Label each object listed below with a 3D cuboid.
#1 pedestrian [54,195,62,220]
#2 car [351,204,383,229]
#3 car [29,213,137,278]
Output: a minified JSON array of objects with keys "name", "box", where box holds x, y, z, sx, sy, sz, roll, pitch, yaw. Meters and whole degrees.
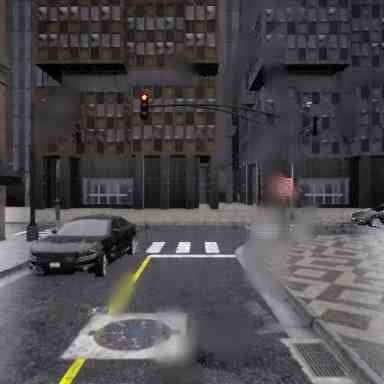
[{"name":"pedestrian","box":[-9.842,1.152,24.394,0.375,1.860,0.375,0,0,1]},{"name":"car","box":[12.705,1.485,21.113,4.892,1.490,1.837,0,0,1]},{"name":"car","box":[-3.109,1.478,10.459,1.882,1.535,5.008,-1,0,4]}]
